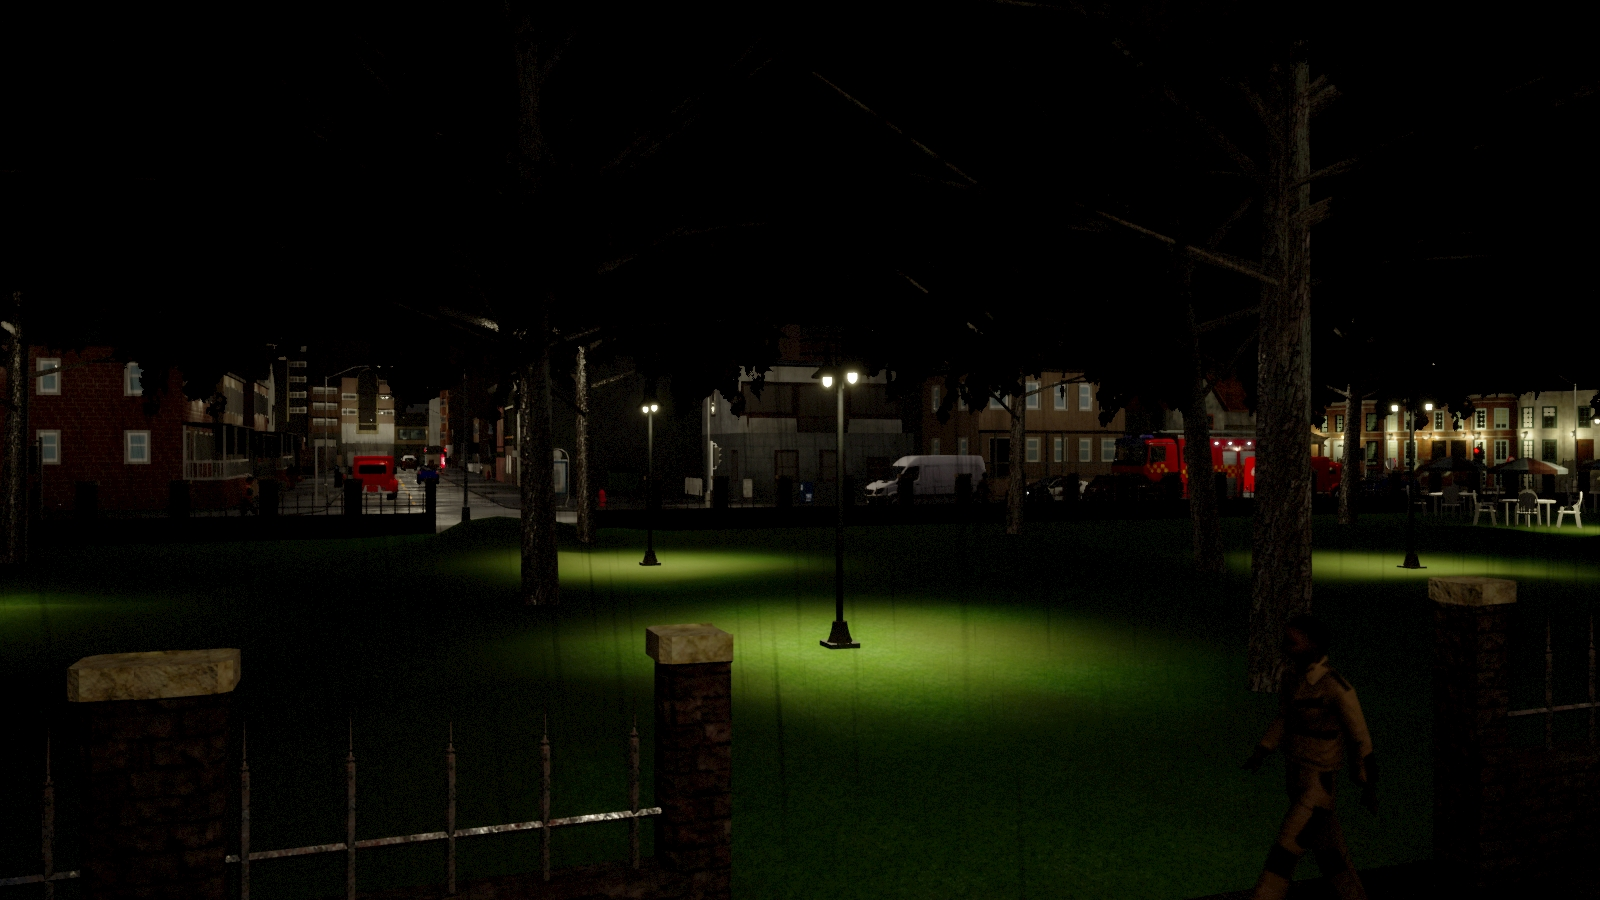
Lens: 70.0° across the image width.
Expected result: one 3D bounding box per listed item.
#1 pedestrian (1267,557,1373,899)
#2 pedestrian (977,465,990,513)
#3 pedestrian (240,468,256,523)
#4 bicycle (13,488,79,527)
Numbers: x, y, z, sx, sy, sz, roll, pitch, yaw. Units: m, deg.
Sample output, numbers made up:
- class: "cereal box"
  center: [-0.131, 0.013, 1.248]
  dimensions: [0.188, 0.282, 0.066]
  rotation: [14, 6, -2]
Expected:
- class: "pedestrian"
  center: [2.781, 1.525, 6.125]
  dimensions: [0.375, 1.860, 0.375]
  rotation: [0, 0, -8]
- class: "pedestrian"
  center: [7.174, 1.525, 44.736]
  dimensions: [0.375, 1.860, 0.375]
  rotation: [0, 0, -20]
- class: "pedestrian"
  center: [-18.645, 1.525, 38.570]
  dimensions: [0.375, 1.860, 0.375]
  rotation: [0, 0, -5]
- class: "bicycle"
  center: [-25.399, 1.940, 38.500]
  dimensions: [1.835, 1.271, 0.329]
  rotation: [0, 0, -20]
